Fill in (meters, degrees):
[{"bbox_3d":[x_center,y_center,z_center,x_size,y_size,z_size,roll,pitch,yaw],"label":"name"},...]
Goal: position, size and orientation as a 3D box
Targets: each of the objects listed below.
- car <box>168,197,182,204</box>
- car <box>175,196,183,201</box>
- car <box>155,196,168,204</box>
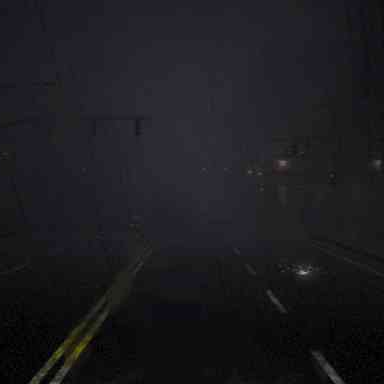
[{"bbox_3d":[-3.514,1.950,72.812,1.895,1.301,4.718,0,0,0],"label":"car"},{"bbox_3d":[-3.517,1.818,89.264,1.895,1.301,4.718,0,0,0],"label":"car"},{"bbox_3d":[-7.014,1.855,72.843,1.837,1.490,4.892,0,0,0],"label":"car"}]
